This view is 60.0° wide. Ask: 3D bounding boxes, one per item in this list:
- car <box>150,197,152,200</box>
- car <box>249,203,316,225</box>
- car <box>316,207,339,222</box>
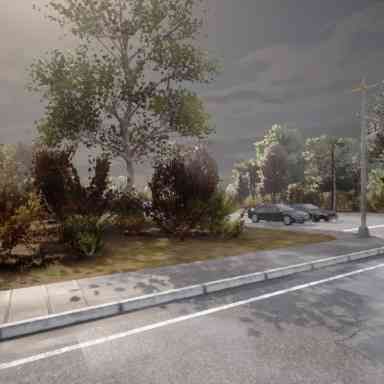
[{"bbox_3d":[-6.108,1.847,52.976,5.566,2.045,2.150,-2,-1,40],"label":"car"},{"bbox_3d":[6.370,1.596,24.869,1.837,1.490,4.892,0,-1,-39],"label":"car"},{"bbox_3d":[9.027,1.640,27.196,2.033,1.411,5.357,0,-1,-39],"label":"car"}]
